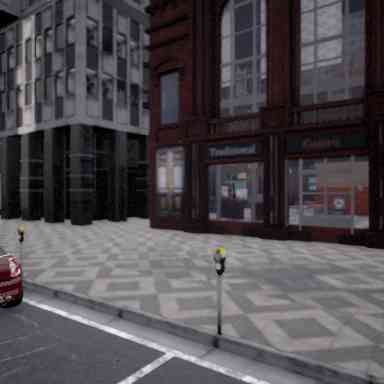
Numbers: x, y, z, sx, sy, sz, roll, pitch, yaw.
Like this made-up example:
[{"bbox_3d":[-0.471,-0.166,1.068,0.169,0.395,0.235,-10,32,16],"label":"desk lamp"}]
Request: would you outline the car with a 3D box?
[{"bbox_3d":[-5.239,1.463,6.700,4.097,1.590,1.967,0,0,36],"label":"car"}]
